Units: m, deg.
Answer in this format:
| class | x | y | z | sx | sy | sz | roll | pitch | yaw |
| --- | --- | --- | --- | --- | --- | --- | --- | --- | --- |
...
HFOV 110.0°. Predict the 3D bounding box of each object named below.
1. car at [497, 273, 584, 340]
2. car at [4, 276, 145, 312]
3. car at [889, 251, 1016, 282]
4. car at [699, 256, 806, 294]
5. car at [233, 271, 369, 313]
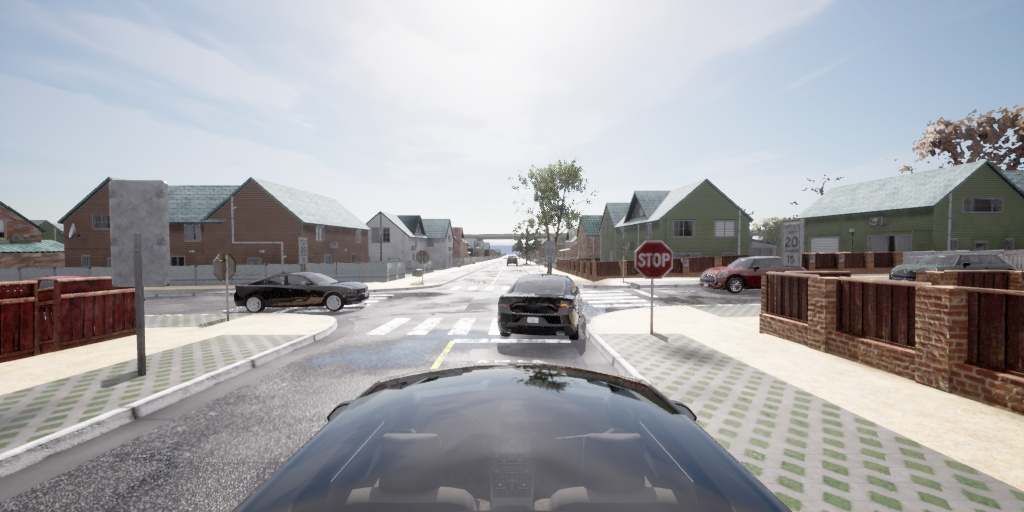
| class | x | y | z | sx | sy | sz | roll | pitch | yaw |
| --- | --- | --- | --- | --- | --- | --- | --- | --- | --- |
| car | 0.962 | 1.225 | 10.114 | 1.882 | 1.535 | 5.008 | 0 | 0 | 12 |
| car | -18.014 | 1.547 | 14.590 | 5.008 | 1.535 | 1.882 | -1 | 2 | 0 |
| car | 21.711 | 0.646 | 17.783 | 4.553 | 1.767 | 2.097 | -1 | 2 | 0 |
| car | 11.816 | 0.821 | 17.717 | 4.553 | 1.767 | 2.097 | -1 | 2 | 0 |
| car | -8.461 | 1.377 | 14.646 | 5.008 | 1.535 | 1.882 | -1 | 2 | 0 |
